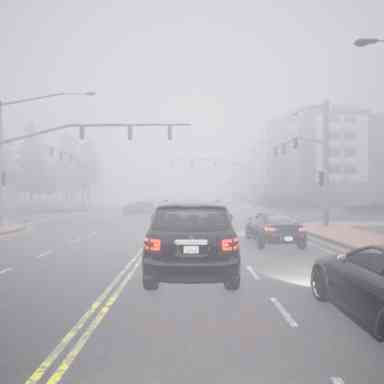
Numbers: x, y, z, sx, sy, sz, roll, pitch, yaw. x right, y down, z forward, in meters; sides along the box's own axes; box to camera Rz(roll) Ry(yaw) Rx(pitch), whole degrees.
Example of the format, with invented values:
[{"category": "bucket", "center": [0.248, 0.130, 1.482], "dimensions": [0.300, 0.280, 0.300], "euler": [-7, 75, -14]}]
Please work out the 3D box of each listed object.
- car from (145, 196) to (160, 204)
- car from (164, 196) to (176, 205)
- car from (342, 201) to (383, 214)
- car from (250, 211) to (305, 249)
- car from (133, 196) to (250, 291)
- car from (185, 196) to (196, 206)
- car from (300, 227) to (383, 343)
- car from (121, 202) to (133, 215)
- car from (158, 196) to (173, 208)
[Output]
[{"category": "car", "center": [-7.448, 1.481, 63.281], "dimensions": [2.128, 1.511, 4.902], "euler": [0, 0, 0]}, {"category": "car", "center": [-3.943, 1.467, 59.854], "dimensions": [1.882, 1.535, 5.008], "euler": [0, 0, 0]}, {"category": "car", "center": [18.031, 1.595, 34.062], "dimensions": [4.718, 1.301, 1.895], "euler": [0, 0, -2]}, {"category": "car", "center": [3.492, 1.523, 14.345], "dimensions": [1.812, 1.442, 4.674], "euler": [0, 0, 0]}, {"category": "car", "center": [-0.007, 1.220, 9.174], "dimensions": [2.150, 2.045, 5.566], "euler": [0, 0, 0]}, {"category": "car", "center": [-0.250, 1.468, 57.521], "dimensions": [1.882, 1.535, 5.008], "euler": [0, 0, 0]}, {"category": "car", "center": [3.566, 1.563, 5.624], "dimensions": [1.994, 1.385, 4.181], "euler": [0, 0, 0]}, {"category": "car", "center": [-4.947, 1.558, 33.315], "dimensions": [4.181, 1.385, 1.994], "euler": [0, 0, -40]}, {"category": "car", "center": [-3.898, 1.469, 50.438], "dimensions": [1.882, 1.535, 5.008], "euler": [0, 0, 0]}]
